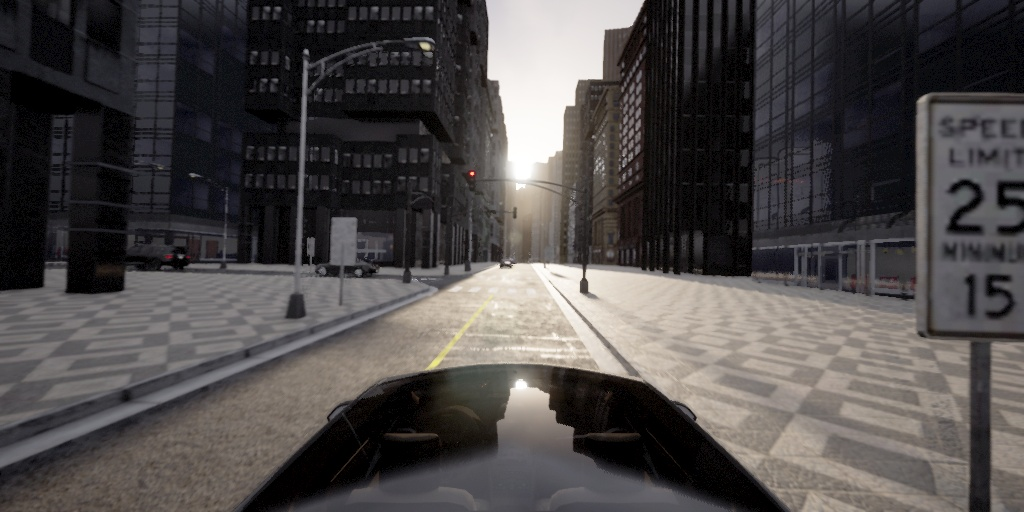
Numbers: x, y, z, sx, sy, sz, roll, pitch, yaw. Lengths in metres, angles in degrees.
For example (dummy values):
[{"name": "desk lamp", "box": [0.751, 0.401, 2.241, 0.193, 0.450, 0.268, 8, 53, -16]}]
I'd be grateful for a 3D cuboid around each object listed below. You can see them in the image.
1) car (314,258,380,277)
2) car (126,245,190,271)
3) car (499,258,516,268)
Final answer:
[{"name": "car", "box": [-13.073, 0.866, 28.469, 4.892, 1.490, 1.837, 1, -1, 4]}, {"name": "car", "box": [-29.522, 0.109, 29.208, 5.566, 2.045, 2.150, 2, -1, 3]}, {"name": "car", "box": [-0.972, 1.210, 57.644, 2.033, 1.411, 5.357, 2, 0, 3]}]
